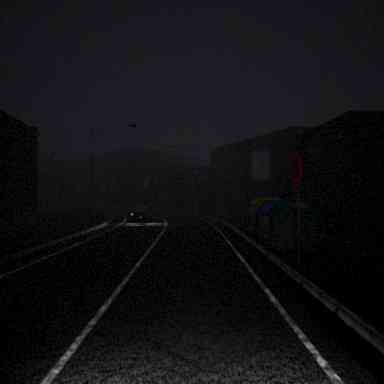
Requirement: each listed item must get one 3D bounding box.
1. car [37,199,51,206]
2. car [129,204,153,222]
[{"bbox_3d":[-28.520,1.905,61.946,4.718,1.301,1.895,1,-1,25],"label":"car"},{"bbox_3d":[-4.402,1.777,28.789,1.812,1.442,4.674,0,0,-8],"label":"car"}]
